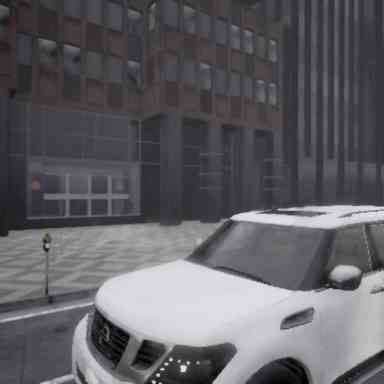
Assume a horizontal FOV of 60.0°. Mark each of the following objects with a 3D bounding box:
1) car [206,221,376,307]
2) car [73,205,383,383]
[{"bbox_3d":[2.671,1.596,8.551,4.313,1.339,1.947,0,0,-35],"label":"car"},{"bbox_3d":[1.420,1.237,4.391,5.566,2.045,2.150,0,0,-35],"label":"car"}]
